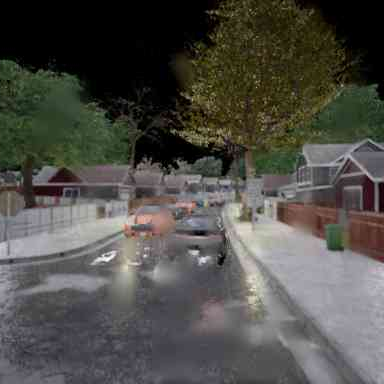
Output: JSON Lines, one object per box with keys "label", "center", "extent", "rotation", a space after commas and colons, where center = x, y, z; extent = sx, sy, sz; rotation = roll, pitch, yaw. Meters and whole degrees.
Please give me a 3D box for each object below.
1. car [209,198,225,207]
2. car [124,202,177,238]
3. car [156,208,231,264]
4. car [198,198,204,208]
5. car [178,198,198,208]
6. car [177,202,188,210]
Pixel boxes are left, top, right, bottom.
{"label": "car", "center": [3.920, 1.697, 53.341], "extent": [1.812, 1.442, 4.674], "rotation": [0, 0, 8]}
{"label": "car", "center": [-2.266, 1.480, 18.469], "extent": [2.097, 1.767, 4.553], "rotation": [0, 0, 3]}
{"label": "car", "center": [0.353, 1.587, 12.218], "extent": [2.128, 1.511, 4.902], "rotation": [0, 0, 7]}
{"label": "car", "center": [0.908, 1.728, 52.694], "extent": [2.033, 1.411, 5.357], "rotation": [0, 0, 8]}
{"label": "car", "center": [-0.824, 1.519, 37.925], "extent": [2.097, 1.767, 4.553], "rotation": [0, 0, 6]}
{"label": "car", "center": [-1.714, 1.751, 27.526], "extent": [1.895, 1.301, 4.718], "rotation": [0, 0, 4]}
